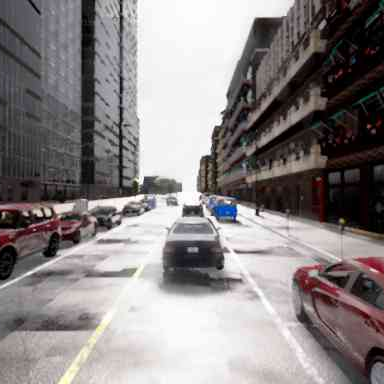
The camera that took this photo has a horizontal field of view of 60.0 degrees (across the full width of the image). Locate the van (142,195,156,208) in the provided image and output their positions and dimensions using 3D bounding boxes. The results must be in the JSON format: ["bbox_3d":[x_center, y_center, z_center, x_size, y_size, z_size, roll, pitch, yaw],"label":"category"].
[{"bbox_3d":[-5.676,1.320,43.994,1.690,1.788,3.998,1,0,0],"label":"van"}]

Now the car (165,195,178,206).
[{"bbox_3d":[-3.075,1.474,52.310,1.837,1.490,4.892,0,0,0],"label":"car"}]

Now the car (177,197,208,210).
[{"bbox_3d":[0.075,1.482,29.866,2.128,1.511,4.902,0,0,0],"label":"car"}]

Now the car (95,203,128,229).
[{"bbox_3d":[-5.681,1.560,21.410,1.947,1.339,4.313,1,0,0],"label":"car"}]

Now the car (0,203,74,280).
[{"bbox_3d":[-5.679,1.314,10.117,2.192,1.841,5.009,1,0,0],"label":"car"}]

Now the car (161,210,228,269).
[{"bbox_3d":[0.045,1.546,11.137,2.033,1.411,5.357,0,0,0],"label":"car"}]

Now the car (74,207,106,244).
[{"bbox_3d":[-5.682,1.579,15.762,1.802,1.307,4.206,1,0,0],"label":"car"}]

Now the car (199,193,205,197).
[{"bbox_3d":[3.006,1.180,61.904,2.150,2.045,5.566,0,0,0],"label":"car"}]

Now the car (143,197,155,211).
[{"bbox_3d":[-5.679,1.566,38.348,1.802,1.307,4.206,1,0,0],"label":"car"}]

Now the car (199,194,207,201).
[{"bbox_3d":[2.708,1.356,83.545,1.967,1.590,4.097,1,0,0],"label":"car"}]

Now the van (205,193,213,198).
[{"bbox_3d":[2.704,1.325,38.372,1.690,1.788,3.998,1,0,0],"label":"van"}]

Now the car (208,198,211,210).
[{"bbox_3d":[2.701,1.538,32.726,2.008,1.369,4.403,1,0,0],"label":"car"}]

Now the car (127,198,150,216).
[{"bbox_3d":[-5.679,1.539,32.702,2.008,1.369,4.403,1,0,0],"label":"car"}]

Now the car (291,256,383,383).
[{"bbox_3d":[2.699,1.544,4.493,1.887,1.381,4.507,1,0,0],"label":"car"}]

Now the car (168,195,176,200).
[{"bbox_3d":[-5.673,1.442,94.810,2.008,1.369,4.403,1,0,0],"label":"car"}]

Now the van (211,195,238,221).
[{"bbox_3d":[2.703,1.332,27.079,1.690,1.788,3.998,1,0,0],"label":"van"}]

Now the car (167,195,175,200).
[{"bbox_3d":[-5.673,1.430,88.993,1.752,1.417,4.829,1,0,0],"label":"car"}]
